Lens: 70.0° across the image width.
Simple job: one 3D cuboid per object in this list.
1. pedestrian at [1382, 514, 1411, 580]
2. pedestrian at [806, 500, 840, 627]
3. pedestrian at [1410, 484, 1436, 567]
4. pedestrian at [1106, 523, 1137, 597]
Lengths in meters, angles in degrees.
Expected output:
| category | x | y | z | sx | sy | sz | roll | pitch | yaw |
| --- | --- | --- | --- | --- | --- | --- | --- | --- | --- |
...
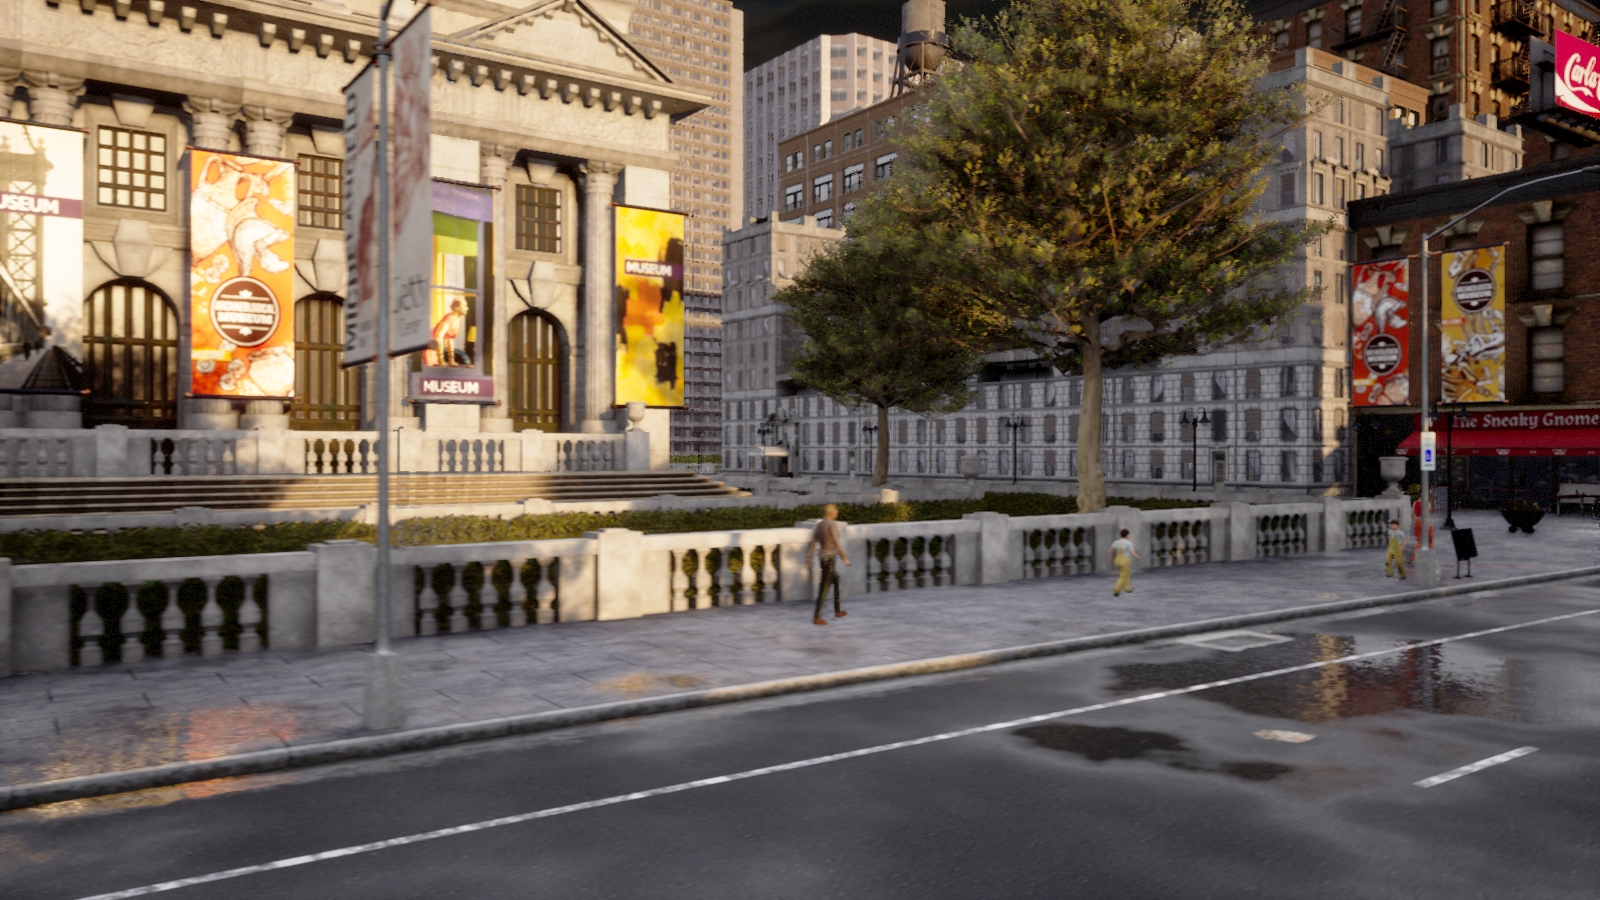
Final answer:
| category | x | y | z | sx | sy | sz | roll | pitch | yaw |
| --- | --- | --- | --- | --- | --- | --- | --- | --- | --- |
| pedestrian | 12.180 | 1.981 | 23.322 | 0.375 | 1.300 | 0.375 | 0 | 0 | -31 |
| pedestrian | 0.346 | 1.699 | 17.195 | 0.375 | 1.860 | 0.375 | 0 | 0 | -31 |
| pedestrian | 14.165 | 1.701 | 25.990 | 0.375 | 1.860 | 0.375 | 0 | 0 | -32 |
| pedestrian | 5.815 | 1.978 | 20.654 | 0.375 | 1.300 | 0.375 | 0 | 0 | -30 |
